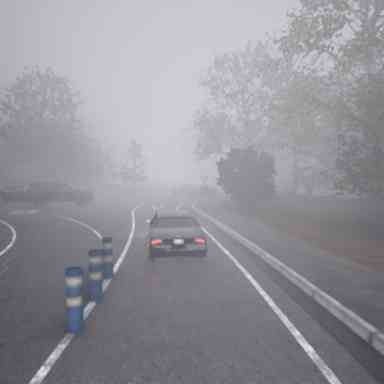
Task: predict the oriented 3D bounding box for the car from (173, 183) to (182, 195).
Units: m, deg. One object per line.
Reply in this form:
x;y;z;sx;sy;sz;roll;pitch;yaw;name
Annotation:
-0.721;-0.397;42.084;1.994;1.385;4.181;2;4;27;car

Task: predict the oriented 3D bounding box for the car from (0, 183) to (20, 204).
-15.992;0.235;31.035;5.008;1.535;1.882;0;4;-1;car

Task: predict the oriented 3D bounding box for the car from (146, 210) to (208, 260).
-0.635;1.348;11.773;2.033;1.411;5.357;0;2;-6;car

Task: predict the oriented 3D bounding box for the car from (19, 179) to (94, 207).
-11.338;0.126;28.719;5.566;2.045;2.150;-1;4;-14;car

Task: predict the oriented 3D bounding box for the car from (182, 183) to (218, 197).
1.252;-0.190;38.596;2.033;1.411;5.357;2;4;27;car

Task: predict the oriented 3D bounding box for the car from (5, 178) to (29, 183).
-31.476;-1.791;60.235;2.097;1.767;4.553;3;4;37;car
